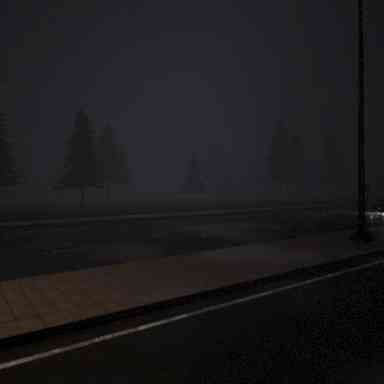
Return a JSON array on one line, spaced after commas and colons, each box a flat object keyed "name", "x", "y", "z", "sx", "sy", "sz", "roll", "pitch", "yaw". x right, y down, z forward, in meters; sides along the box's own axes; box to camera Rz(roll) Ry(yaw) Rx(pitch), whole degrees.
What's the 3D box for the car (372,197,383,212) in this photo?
[{"name": "car", "x": 18.813, "y": 1.149, "z": 31.288, "sx": 4.892, "sy": 1.490, "sz": 1.837, "roll": -3, "pitch": 2, "yaw": -35}]
